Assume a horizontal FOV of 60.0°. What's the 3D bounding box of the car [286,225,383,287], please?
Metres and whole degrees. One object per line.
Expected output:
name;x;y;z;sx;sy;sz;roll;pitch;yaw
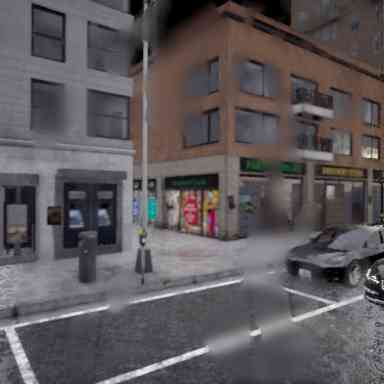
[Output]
car;4.555;1.633;9.436;4.313;1.339;1.947;1;0;-35

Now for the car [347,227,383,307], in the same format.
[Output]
car;5.544;1.568;7.025;4.892;1.490;1.837;1;0;-35
